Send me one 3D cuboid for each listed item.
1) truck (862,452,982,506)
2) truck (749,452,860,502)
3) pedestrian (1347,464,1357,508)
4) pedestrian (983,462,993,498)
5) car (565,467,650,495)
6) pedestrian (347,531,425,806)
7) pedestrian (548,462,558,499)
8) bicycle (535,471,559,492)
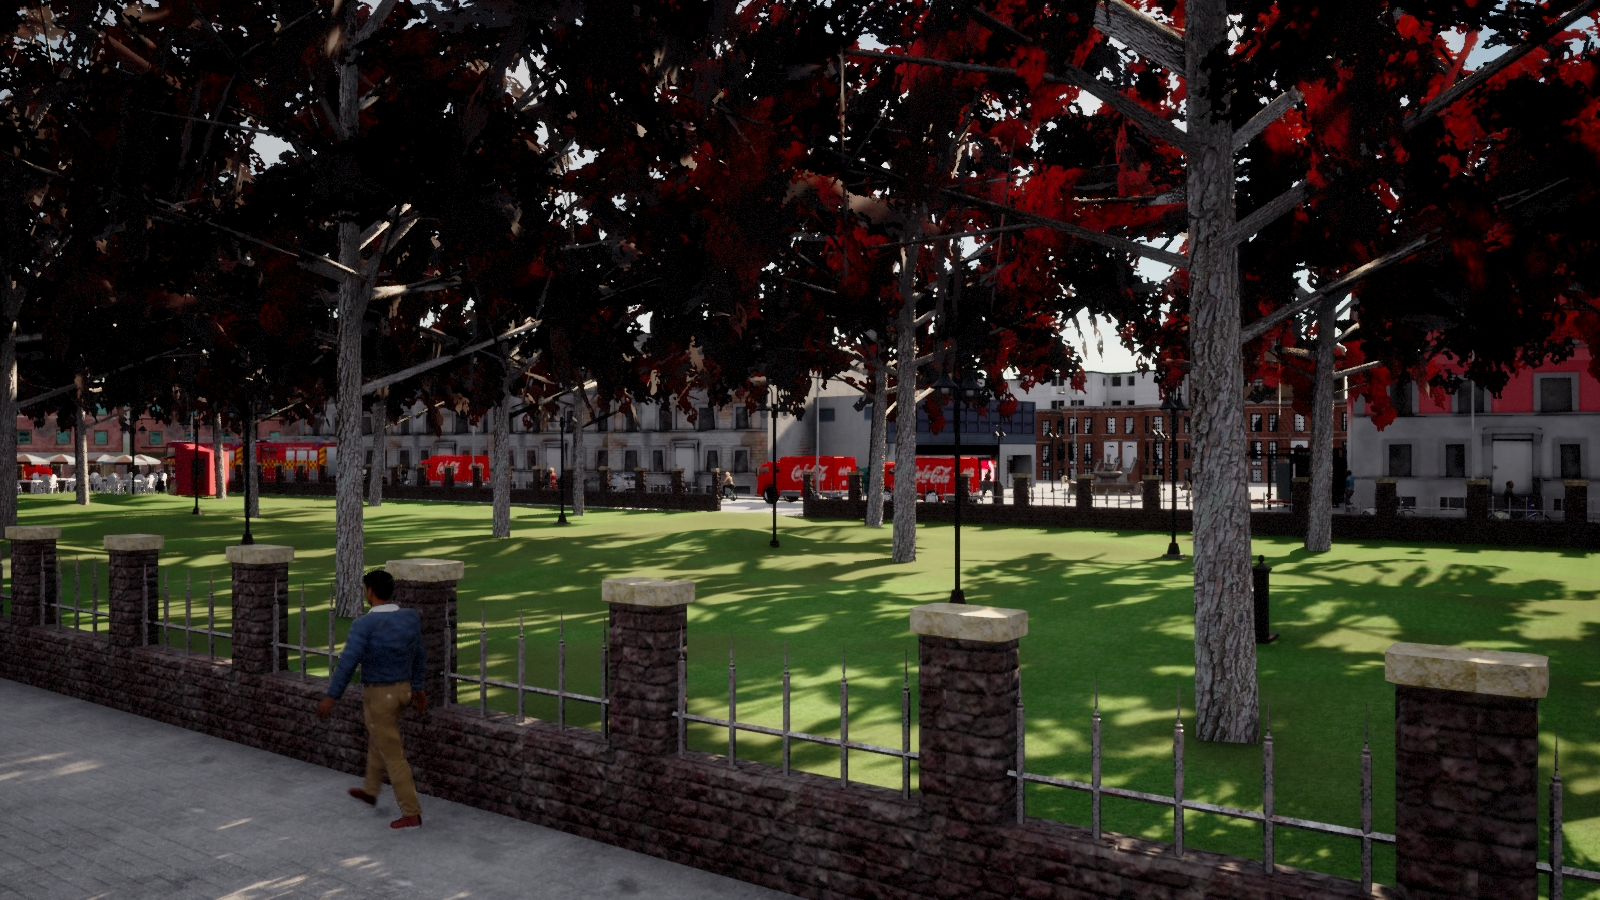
[{"bbox_3d":[5.913,1.348,55.621,5.204,2.467,2.627,0,0,35],"label":"truck"},{"bbox_3d":[0.205,1.348,59.637,5.204,2.467,2.627,0,0,35],"label":"truck"},{"bbox_3d":[23.530,1.522,48.682,0.375,1.860,0.375,0,0,25],"label":"pedestrian"},{"bbox_3d":[9.920,1.573,60.351,0.375,1.860,0.375,0,0,36],"label":"pedestrian"},{"bbox_3d":[-11.432,1.827,67.802,4.902,1.511,2.128,0,0,35],"label":"car"},{"bbox_3d":[-2.946,1.526,8.134,0.375,1.860,0.375,0,0,35],"label":"pedestrian"},{"bbox_3d":[-12.494,1.522,57.810,0.375,1.860,0.375,0,0,35],"label":"pedestrian"},{"bbox_3d":[-15.681,1.940,70.806,1.835,1.271,0.329,0,0,35],"label":"bicycle"}]
